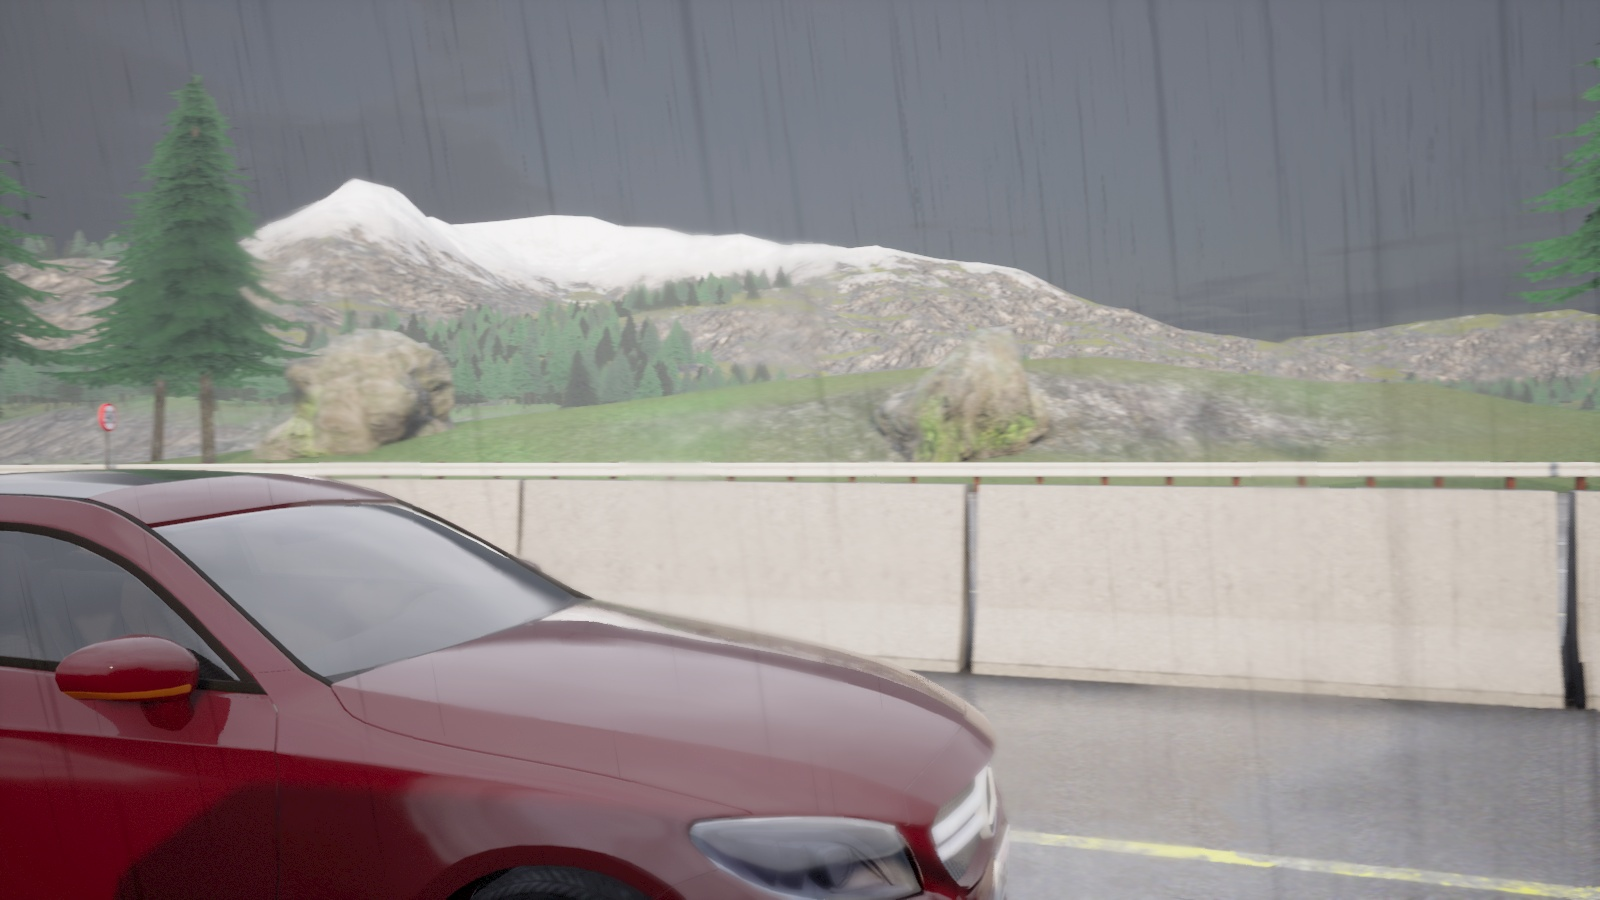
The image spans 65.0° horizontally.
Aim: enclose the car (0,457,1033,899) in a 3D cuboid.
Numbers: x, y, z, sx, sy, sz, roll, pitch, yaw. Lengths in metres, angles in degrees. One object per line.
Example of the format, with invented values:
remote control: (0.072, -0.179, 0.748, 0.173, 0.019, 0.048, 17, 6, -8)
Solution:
car: (-1.753, 0.776, 3.727, 4.674, 1.442, 1.812, 0, 1, 15)
